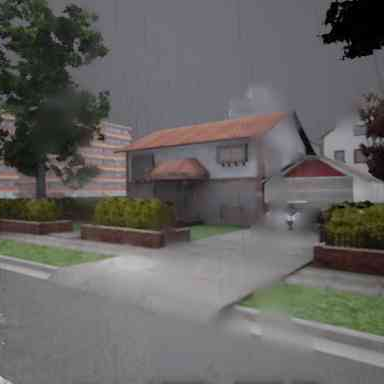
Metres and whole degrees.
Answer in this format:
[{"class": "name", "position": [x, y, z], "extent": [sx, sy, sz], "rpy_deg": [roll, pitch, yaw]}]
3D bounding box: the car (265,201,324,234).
[{"class": "car", "position": [5.166, 1.205, 16.630], "extent": [1.970, 1.475, 3.806], "rpy_deg": [0, 0, 36]}]
